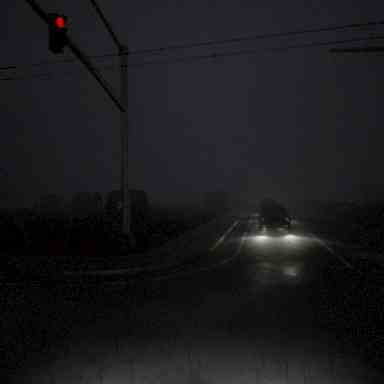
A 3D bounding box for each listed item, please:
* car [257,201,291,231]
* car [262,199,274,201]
[{"bbox_3d":[5.253,1.561,21.419,1.882,1.535,5.008,-1,-1,12],"label":"car"},{"bbox_3d":[7.202,1.643,30.709,1.837,1.490,4.892,-1,0,12],"label":"car"}]
